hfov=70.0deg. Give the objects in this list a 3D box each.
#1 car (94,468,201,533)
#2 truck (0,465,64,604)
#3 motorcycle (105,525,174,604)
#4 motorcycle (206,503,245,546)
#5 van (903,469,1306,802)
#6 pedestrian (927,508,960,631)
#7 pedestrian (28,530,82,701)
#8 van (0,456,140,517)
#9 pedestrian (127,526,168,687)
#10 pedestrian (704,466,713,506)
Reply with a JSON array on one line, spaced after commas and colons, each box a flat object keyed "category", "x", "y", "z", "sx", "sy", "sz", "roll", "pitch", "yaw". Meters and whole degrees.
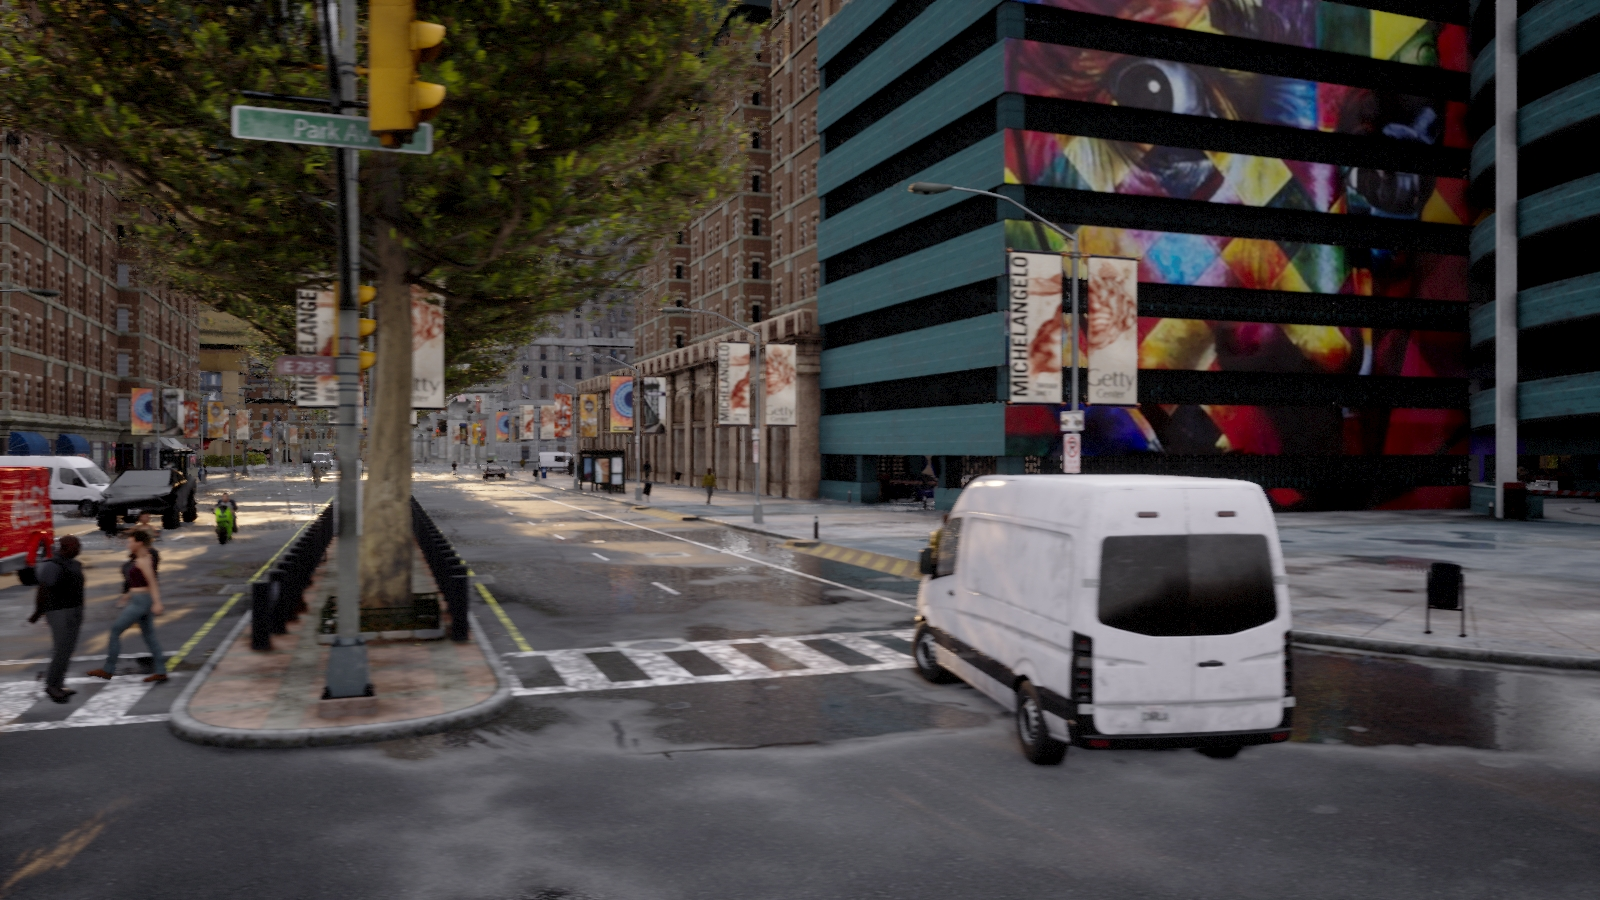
[{"category": "car", "x": -23.718, "y": 1.754, "z": 41.782, "sx": 2.390, "sy": 2.098, "sz": 6.274, "roll": 0, "pitch": 0, "yaw": -20}, {"category": "truck", "x": -16.504, "y": 1.565, "z": 22.215, "sx": 2.627, "sy": 2.467, "sz": 5.204, "roll": 0, "pitch": 0, "yaw": -20}, {"category": "motorcycle", "x": -12.729, "y": 2.170, "z": 22.080, "sx": 0.764, "sy": 1.277, "sz": 2.356, "roll": 0, "pitch": 0, "yaw": -20}, {"category": "motorcycle", "x": -17.225, "y": 2.213, "z": 34.284, "sx": 0.803, "sy": 1.145, "sz": 2.033, "roll": 0, "pitch": 0, "yaw": -20}, {"category": "van", "x": 2.763, "y": 1.533, "z": 12.210, "sx": 1.988, "sy": 2.561, "sz": 5.915, "roll": 0, "pitch": 0, "yaw": -8}, {"category": "pedestrian", "x": 2.230, "y": 1.847, "z": 17.798, "sx": 0.375, "sy": 1.860, "sz": 0.375, "roll": 0, "pitch": 0, "yaw": -22}, {"category": "pedestrian", "x": -8.388, "y": 1.849, "z": 12.872, "sx": 0.375, "sy": 1.860, "sz": 0.375, "roll": 0, "pitch": 0, "yaw": -6}, {"category": "van", "x": -31.766, "y": 1.536, "z": 48.887, "sx": 5.915, "sy": 2.561, "sz": 1.988, "roll": 0, "pitch": 0, "yaw": 1}, {"category": "pedestrian", "x": -7.795, "y": 1.849, "z": 13.656, "sx": 0.375, "sy": 1.860, "sz": 0.375, "roll": 0, "pitch": 0, "yaw": -21}, {"category": "pedestrian", "x": -4.335, "y": 1.694, "z": 54.156, "sx": 0.375, "sy": 1.860, "sz": 0.375, "roll": 0, "pitch": 0, "yaw": -19}]
